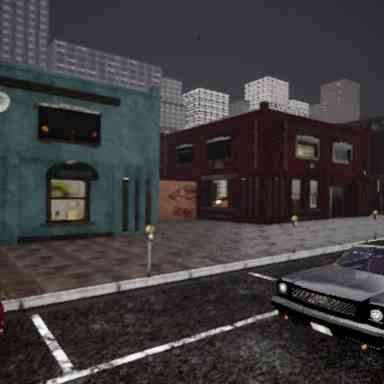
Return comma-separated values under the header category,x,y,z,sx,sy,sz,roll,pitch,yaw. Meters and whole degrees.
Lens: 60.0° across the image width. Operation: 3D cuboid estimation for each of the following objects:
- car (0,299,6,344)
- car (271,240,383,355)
category,x,y,z,sx,sy,sz,roll,pitch,yaw
car,-4.470,1.543,3.356,4.507,1.381,1.887,0,1,-35
car,3.606,1.607,5.937,4.718,1.301,1.895,0,0,-35
